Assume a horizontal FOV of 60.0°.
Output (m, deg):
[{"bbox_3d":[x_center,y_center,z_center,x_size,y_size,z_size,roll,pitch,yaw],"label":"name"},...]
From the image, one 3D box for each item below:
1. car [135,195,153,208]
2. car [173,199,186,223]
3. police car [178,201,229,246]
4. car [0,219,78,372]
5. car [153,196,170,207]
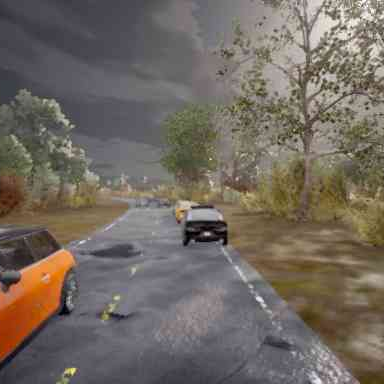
[{"bbox_3d":[-7.076,1.516,47.775,2.128,1.511,4.902,0,0,-9],"label":"car"},{"bbox_3d":[-0.237,1.485,25.517,1.882,1.535,5.008,0,0,-5],"label":"car"},{"bbox_3d":[0.464,1.429,15.573,1.930,1.638,5.238,0,0,-3],"label":"police car"},{"bbox_3d":[-3.200,1.358,4.484,2.097,1.767,4.553,0,0,-1],"label":"car"},{"bbox_3d":[-4.278,1.566,50.518,2.033,1.411,5.357,0,0,-10],"label":"car"}]
